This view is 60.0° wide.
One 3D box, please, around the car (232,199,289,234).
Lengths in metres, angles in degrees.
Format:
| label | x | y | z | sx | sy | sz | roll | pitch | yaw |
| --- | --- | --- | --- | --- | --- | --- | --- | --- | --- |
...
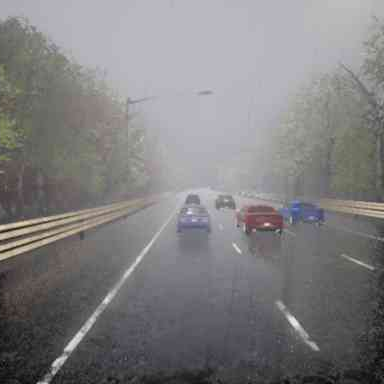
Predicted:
| label | x | y | z | sx | sy | sz | roll | pitch | yaw |
| --- | --- | --- | --- | --- | --- | --- | --- | --- | --- |
| car | 3.607 | 1.384 | 18.468 | 1.882 | 1.535 | 5.008 | 0 | 1 | 0 |

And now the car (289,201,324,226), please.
| label | x | y | z | sx | sy | sz | roll | pitch | yaw |
| --- | --- | --- | --- | --- | --- | --- | --- | --- | --- |
| car | 7.108 | 1.341 | 22.235 | 1.882 | 1.535 | 5.008 | 0 | 1 | 0 |

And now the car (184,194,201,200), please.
| label | x | y | z | sx | sy | sz | roll | pitch | yaw |
| --- | --- | --- | --- | --- | --- | --- | --- | --- | --- |
| car | 0.118 | 1.040 | 42.432 | 1.837 | 1.490 | 4.892 | 0 | 1 | 0 |

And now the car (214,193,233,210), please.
| label | x | y | z | sx | sy | sz | roll | pitch | yaw |
| --- | --- | --- | --- | --- | --- | --- | --- | --- | --- |
| car | 3.615 | 0.978 | 37.309 | 2.097 | 1.767 | 4.553 | 0 | 1 | 0 |

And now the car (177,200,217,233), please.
| label | x | y | z | sx | sy | sz | roll | pitch | yaw |
| --- | --- | --- | --- | --- | --- | --- | --- | --- | --- |
| car | 0.109 | 1.447 | 19.103 | 2.033 | 1.411 | 5.357 | 0 | 1 | 0 |
